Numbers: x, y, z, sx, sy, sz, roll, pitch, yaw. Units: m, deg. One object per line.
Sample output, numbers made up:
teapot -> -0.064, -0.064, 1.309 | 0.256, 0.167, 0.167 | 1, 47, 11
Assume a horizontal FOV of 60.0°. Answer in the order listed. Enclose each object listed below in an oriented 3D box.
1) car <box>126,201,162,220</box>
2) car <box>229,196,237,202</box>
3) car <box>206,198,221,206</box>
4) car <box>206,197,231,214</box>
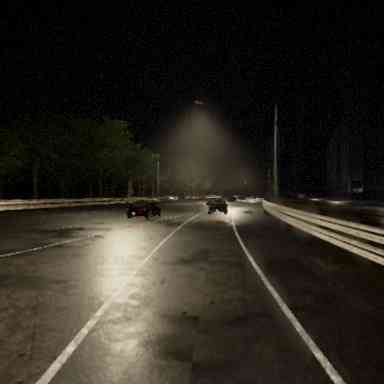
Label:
car -> -3.976, 1.522, 28.087 | 1.812, 1.442, 4.674 | 1, 0, 14
car -> 10.180, 1.833, 84.352 | 1.837, 1.490, 4.892 | 1, 0, 14
car -> 3.844, 1.777, 59.146 | 1.895, 1.301, 4.718 | 1, 0, 14
car -> 2.956, 1.595, 36.300 | 1.837, 1.490, 4.892 | 0, 0, 9
